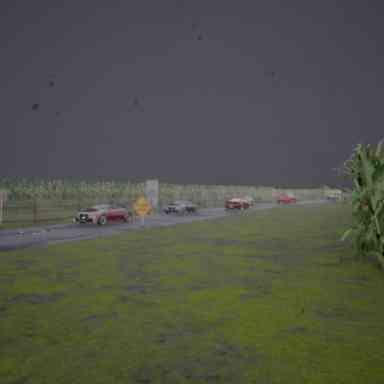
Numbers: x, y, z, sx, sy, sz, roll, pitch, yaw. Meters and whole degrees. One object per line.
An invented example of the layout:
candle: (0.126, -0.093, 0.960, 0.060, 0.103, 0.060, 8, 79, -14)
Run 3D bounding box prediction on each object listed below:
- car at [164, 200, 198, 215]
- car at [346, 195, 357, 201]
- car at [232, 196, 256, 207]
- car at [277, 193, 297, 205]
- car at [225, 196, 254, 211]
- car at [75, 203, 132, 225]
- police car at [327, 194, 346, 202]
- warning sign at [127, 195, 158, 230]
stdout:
car: (-1.017, 1.508, 33.281, 1.994, 1.385, 4.181, 1, 0, 28)
car: (40.396, 1.422, 84.495, 4.892, 1.490, 1.837, 0, 1, -42)
car: (7.886, 1.427, 50.051, 1.837, 1.490, 4.892, 1, 0, 30)
car: (16.890, 1.157, 58.886, 2.150, 2.045, 5.566, 1, 0, 35)
car: (5.550, 1.439, 39.626, 1.882, 1.535, 5.008, 1, 0, 27)
car: (-6.197, 1.520, 23.741, 1.994, 1.385, 4.181, 1, 0, 29)
police car: (33.335, 1.350, 77.789, 1.930, 1.638, 5.238, 1, 1, 45)
warning sign: (-2.800, 1.128, 18.862, 1.300, 1.860, 1.060, 1, 0, 29)
